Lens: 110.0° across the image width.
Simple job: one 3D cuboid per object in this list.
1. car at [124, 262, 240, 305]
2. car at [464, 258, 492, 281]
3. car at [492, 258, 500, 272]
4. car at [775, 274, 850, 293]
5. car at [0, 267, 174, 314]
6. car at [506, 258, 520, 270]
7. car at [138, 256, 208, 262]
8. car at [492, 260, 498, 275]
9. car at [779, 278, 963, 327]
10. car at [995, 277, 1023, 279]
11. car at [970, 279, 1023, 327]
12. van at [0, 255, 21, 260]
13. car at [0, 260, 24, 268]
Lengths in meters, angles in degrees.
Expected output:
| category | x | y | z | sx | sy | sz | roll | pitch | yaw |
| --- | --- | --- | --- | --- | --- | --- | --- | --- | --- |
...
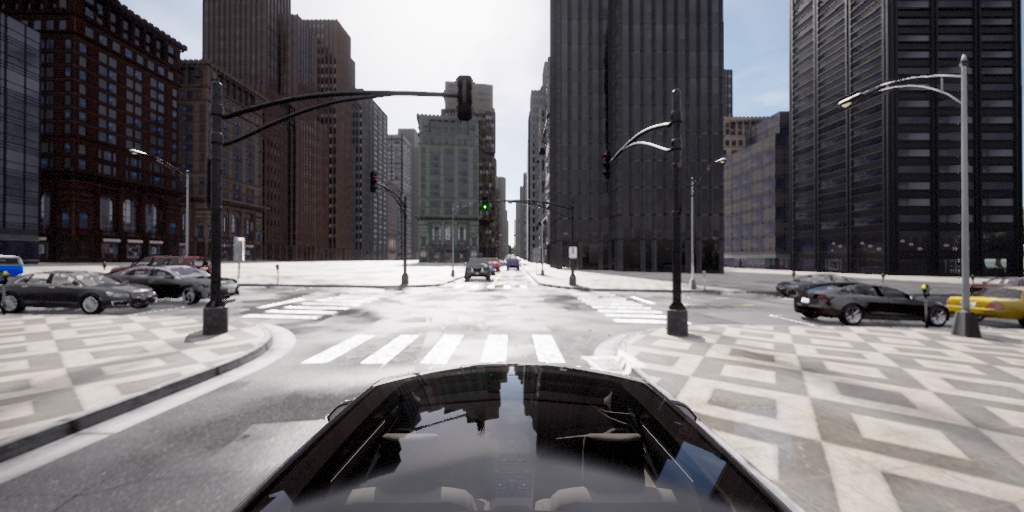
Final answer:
| category | x | y | z | sx | sy | sz | roll | pitch | yaw |
| --- | --- | --- | --- | --- | --- | --- | --- | --- | --- |
| car | -14.143 | 1.149 | 14.981 | 4.902 | 1.511 | 2.128 | 1 | 0 | 1 |
| car | -3.108 | 1.170 | 33.029 | 2.150 | 2.045 | 5.566 | 0 | 0 | -4 |
| car | -3.034 | 1.308 | 55.129 | 2.150 | 2.045 | 5.566 | 0 | 0 | 0 |
| car | 17.799 | 1.712 | 20.811 | 4.403 | 1.370 | 2.007 | 0 | 0 | 0 |
| car | -14.770 | 1.183 | 12.231 | 4.403 | 1.370 | 2.007 | 0 | 0 | 0 |
| car | 0.157 | 1.358 | 62.307 | 2.150 | 2.045 | 5.566 | 0 | 0 | 0 |
| car | -20.208 | 0.920 | 20.764 | 5.009 | 1.841 | 2.192 | 0 | 0 | 0 |
| car | -3.056 | 1.539 | 43.221 | 1.812 | 1.442 | 4.674 | 0 | 0 | 0 |
| car | 12.137 | 1.591 | 12.293 | 4.313 | 1.339 | 1.948 | 0 | 0 | 0 |
| car | 29.085 | 1.887 | 20.797 | 4.507 | 1.381 | 1.888 | 0 | 0 | 0 |
| car | 17.950 | 1.638 | 12.286 | 4.829 | 1.417 | 1.751 | 0 | 0 | 0 |
| van | -31.127 | 0.801 | 20.778 | 3.998 | 1.789 | 1.690 | 0 | 0 | 0 |
| car | -23.559 | 1.019 | 15.005 | 4.902 | 1.511 | 2.128 | 1 | 0 | 0 |
